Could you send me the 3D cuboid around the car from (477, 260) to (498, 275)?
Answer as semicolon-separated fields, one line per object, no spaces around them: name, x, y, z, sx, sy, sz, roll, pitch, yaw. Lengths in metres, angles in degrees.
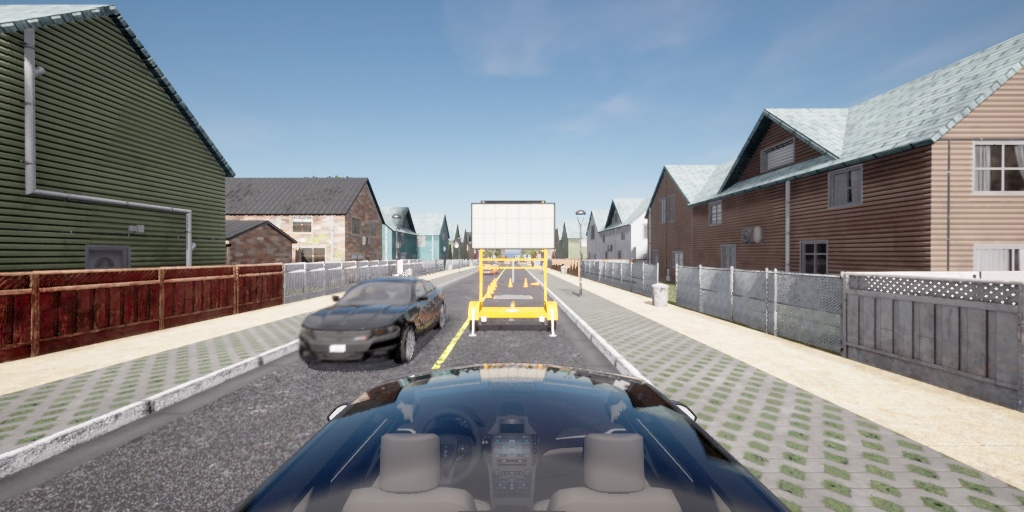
car;-2.635;1.174;39.839;2.097;1.767;4.553;0;0;0

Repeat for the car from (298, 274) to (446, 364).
car;-2.826;1.227;8.320;1.882;1.535;5.008;0;0;0

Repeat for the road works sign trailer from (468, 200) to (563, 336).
road works sign trailer;0.035;0.214;10.338;2.380;3.560;2.880;0;0;1
